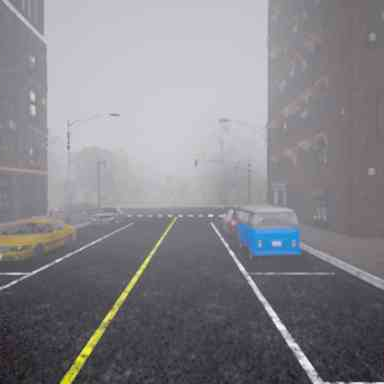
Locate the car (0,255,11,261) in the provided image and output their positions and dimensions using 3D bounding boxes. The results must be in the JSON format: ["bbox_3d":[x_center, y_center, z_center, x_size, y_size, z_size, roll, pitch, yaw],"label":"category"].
[{"bbox_3d":[-3.100,1.513,1.509,1.837,1.490,4.892,0,0,0],"label":"car"}]

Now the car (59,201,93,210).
[{"bbox_3d":[-12.730,1.794,39.230,5.357,1.411,2.033,0,1,-7],"label":"car"}]

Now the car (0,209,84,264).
[{"bbox_3d":[-5.704,1.587,12.129,1.752,1.417,4.829,-1,0,0],"label":"car"}]

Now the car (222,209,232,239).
[{"bbox_3d":[2.674,1.530,17.872,1.967,1.590,4.097,-1,0,0],"label":"car"}]

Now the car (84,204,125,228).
[{"bbox_3d":[-5.800,1.699,23.340,1.802,1.307,4.206,-1,0,0],"label":"car"}]

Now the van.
[{"bbox_3d":[2.672,1.404,12.348,1.690,1.788,3.998,-1,0,0],"label":"van"}]
